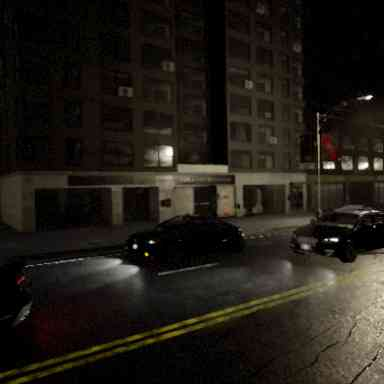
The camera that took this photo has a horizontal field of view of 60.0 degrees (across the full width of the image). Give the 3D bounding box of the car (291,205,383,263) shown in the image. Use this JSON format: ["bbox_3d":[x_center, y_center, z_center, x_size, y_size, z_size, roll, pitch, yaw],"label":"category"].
[{"bbox_3d":[5.459,1.376,11.510,4.902,1.511,2.128,-1,0,-35],"label":"car"}]

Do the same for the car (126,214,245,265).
[{"bbox_3d":[-0.142,1.497,11.531,4.181,1.385,1.994,-1,0,-35],"label":"car"}]

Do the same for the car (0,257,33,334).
[{"bbox_3d":[-4.760,1.523,4.274,4.892,1.490,1.837,0,0,-35],"label":"car"}]

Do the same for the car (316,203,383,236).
[{"bbox_3d":[8.736,1.379,17.765,4.181,1.385,1.994,-1,0,-35],"label":"car"}]
